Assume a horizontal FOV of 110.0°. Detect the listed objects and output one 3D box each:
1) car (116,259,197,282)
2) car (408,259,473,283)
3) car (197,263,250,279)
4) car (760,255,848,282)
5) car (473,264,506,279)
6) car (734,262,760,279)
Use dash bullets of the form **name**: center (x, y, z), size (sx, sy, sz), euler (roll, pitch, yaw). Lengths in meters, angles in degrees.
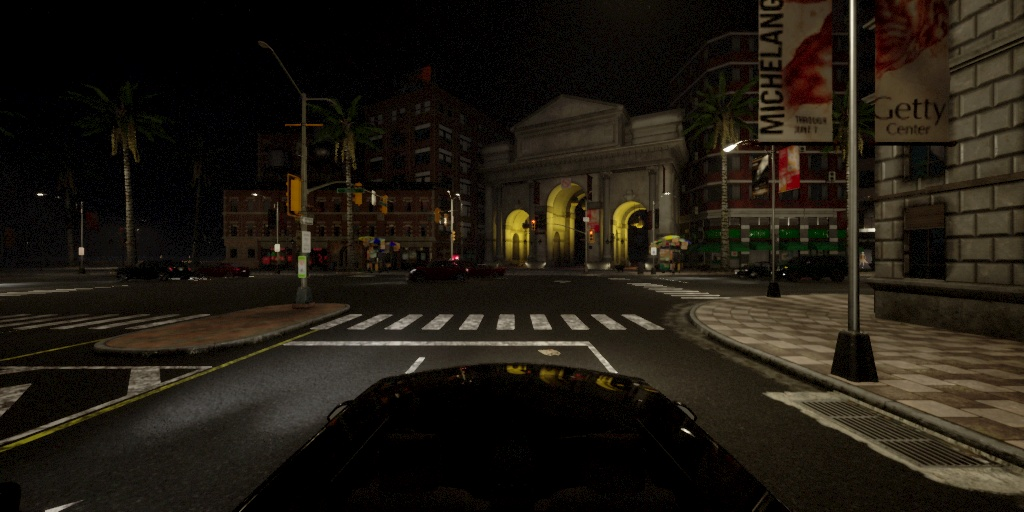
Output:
- **car**: center (-28.492, 1.102, 28.593), size (4.553, 1.767, 2.097), euler (0, 0, 0)
- **car**: center (-5.579, 1.102, 27.274), size (4.553, 1.767, 2.097), euler (0, 0, -15)
- **car**: center (-25.950, 1.314, 32.077), size (4.181, 1.385, 1.994), euler (0, 0, 0)
- **car**: center (23.285, 0.971, 28.257), size (5.566, 2.045, 2.150), euler (0, 0, 0)
- **car**: center (-2.894, 1.351, 31.933), size (4.718, 1.301, 1.895), euler (0, 0, 0)
- **car**: center (22.309, 1.242, 31.753), size (4.902, 1.511, 2.128), euler (0, 0, 0)
